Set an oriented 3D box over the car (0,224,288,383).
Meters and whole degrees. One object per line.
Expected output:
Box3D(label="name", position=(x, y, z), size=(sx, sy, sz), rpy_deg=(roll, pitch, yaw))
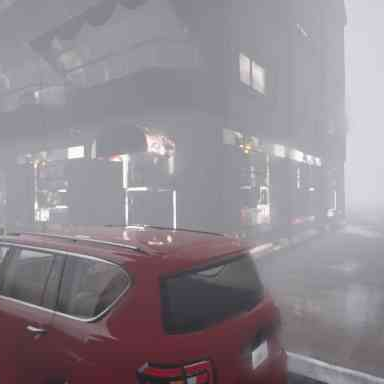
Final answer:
Box3D(label="car", position=(-1.431, 1.316, 3.903), size=(5.009, 1.841, 2.192), rpy_deg=(0, -1, 35))
